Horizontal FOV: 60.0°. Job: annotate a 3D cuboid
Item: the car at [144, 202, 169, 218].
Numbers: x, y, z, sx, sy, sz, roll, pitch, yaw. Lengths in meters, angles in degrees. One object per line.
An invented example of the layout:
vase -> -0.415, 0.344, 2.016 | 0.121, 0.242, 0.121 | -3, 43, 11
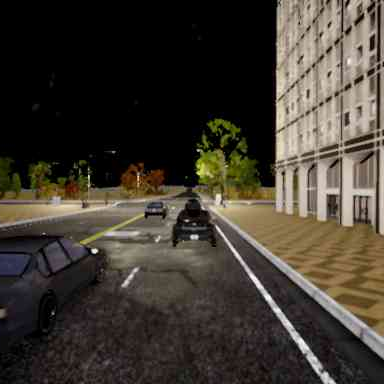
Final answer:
car -> -3.162, 1.590, 30.156 | 2.033, 1.411, 5.357 | 0, 0, 0

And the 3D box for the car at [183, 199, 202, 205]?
car -> 0.086, 1.553, 37.984 | 1.837, 1.490, 4.892 | 0, 0, 0

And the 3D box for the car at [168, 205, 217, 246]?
car -> 0.094, 1.529, 15.370 | 1.837, 1.490, 4.892 | 0, 0, 0

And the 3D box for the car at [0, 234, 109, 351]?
car -> -3.152, 1.559, 6.565 | 2.033, 1.411, 5.357 | 0, 0, 0
